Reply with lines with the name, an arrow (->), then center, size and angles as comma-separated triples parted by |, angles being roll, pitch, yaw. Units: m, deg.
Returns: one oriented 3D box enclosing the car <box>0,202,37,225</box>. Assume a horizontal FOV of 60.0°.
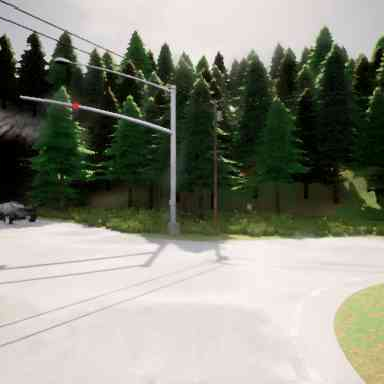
car -> -13.215, 1.505, 24.339 | 4.892, 1.490, 1.837 | 0, -1, 37
